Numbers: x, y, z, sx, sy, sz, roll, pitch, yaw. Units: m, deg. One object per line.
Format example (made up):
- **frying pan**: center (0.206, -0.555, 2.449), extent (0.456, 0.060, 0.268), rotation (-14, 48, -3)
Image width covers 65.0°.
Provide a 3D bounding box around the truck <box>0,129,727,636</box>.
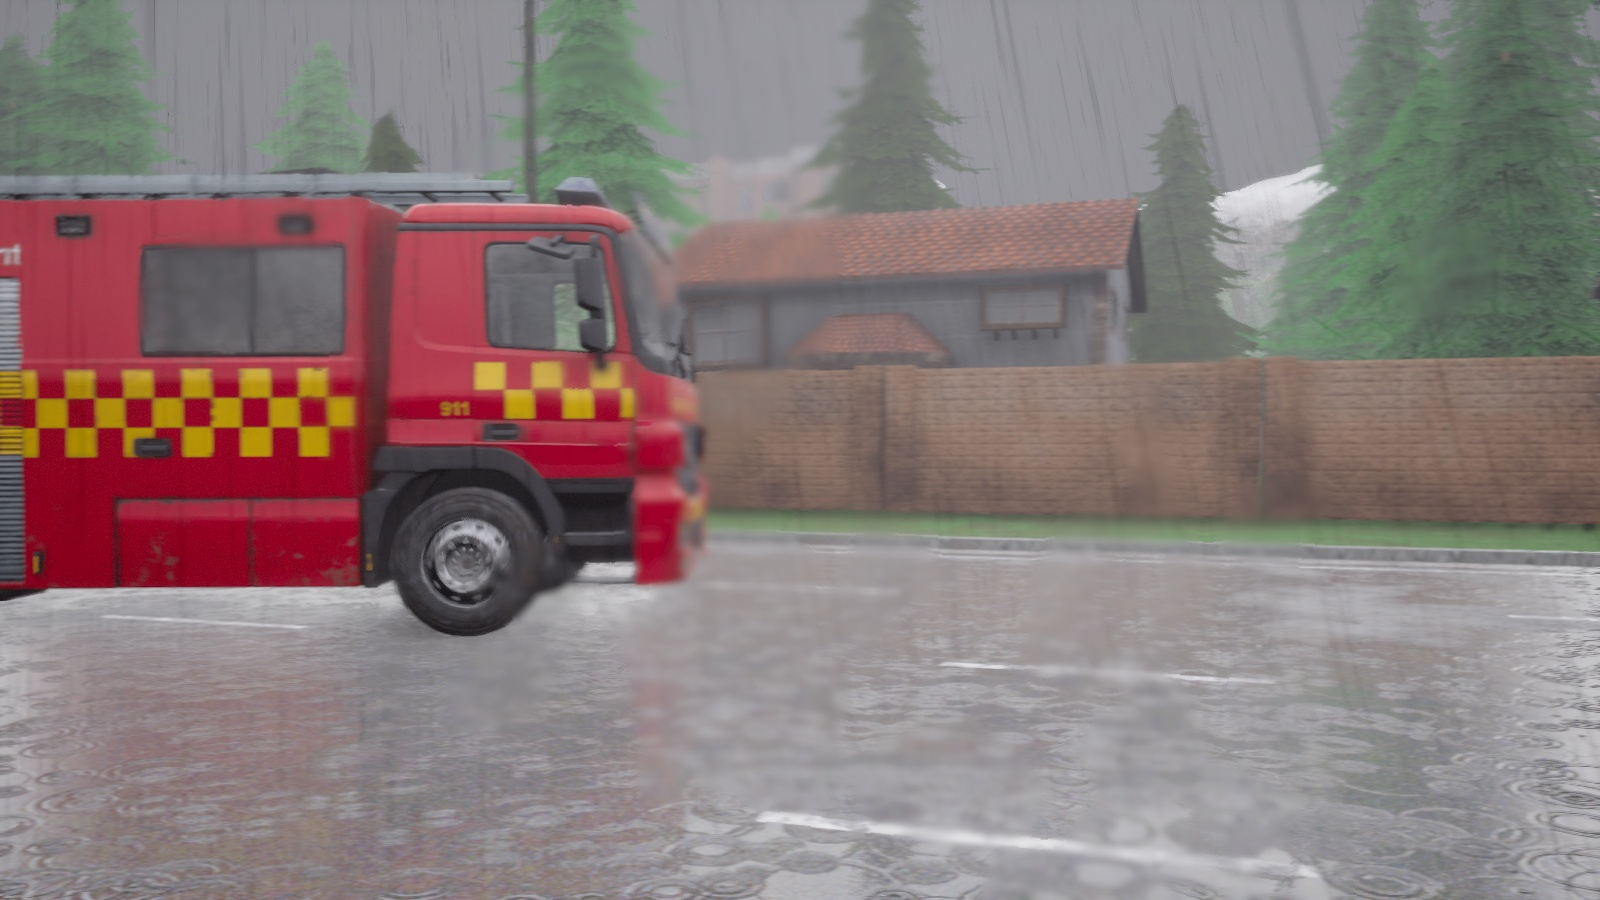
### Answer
- **truck**: center (-4.961, -0.533, 10.978), extent (8.468, 3.827, 2.891), rotation (0, 1, 0)
